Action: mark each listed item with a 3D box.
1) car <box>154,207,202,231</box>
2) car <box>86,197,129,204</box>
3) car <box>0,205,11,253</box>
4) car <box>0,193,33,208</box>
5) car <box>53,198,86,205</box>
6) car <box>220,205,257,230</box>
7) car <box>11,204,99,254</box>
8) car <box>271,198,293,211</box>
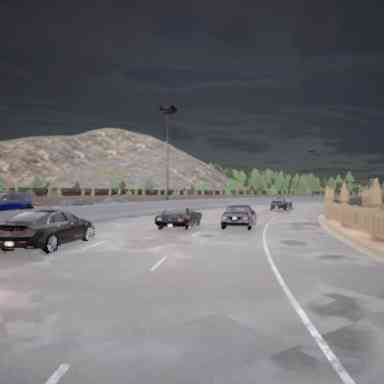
[{"bbox_3d":[-0.683,1.571,20.612,1.895,1.301,4.718,0,0,14],"label":"car"},{"bbox_3d":[-8.004,1.271,33.062,2.097,1.767,4.553,0,0,20],"label":"car"},{"bbox_3d":[-3.305,1.205,1.180,2.150,2.045,5.566,0,0,1],"label":"car"},{"bbox_3d":[-16.603,1.109,29.274,2.150,2.045,5.566,0,0,17],"label":"car"},{"bbox_3d":[-11.843,1.396,32.707,2.128,1.511,4.902,0,0,19],"label":"car"},{"bbox_3d":[3.069,1.533,21.257,2.033,1.411,5.357,0,0,15],"label":"car"},{"bbox_3d":[-5.660,1.461,13.373,1.837,1.490,4.892,0,0,9],"label":"car"},{"bbox_3d":[11.067,1.501,40.933,1.837,1.490,4.892,0,0,29],"label":"car"}]
